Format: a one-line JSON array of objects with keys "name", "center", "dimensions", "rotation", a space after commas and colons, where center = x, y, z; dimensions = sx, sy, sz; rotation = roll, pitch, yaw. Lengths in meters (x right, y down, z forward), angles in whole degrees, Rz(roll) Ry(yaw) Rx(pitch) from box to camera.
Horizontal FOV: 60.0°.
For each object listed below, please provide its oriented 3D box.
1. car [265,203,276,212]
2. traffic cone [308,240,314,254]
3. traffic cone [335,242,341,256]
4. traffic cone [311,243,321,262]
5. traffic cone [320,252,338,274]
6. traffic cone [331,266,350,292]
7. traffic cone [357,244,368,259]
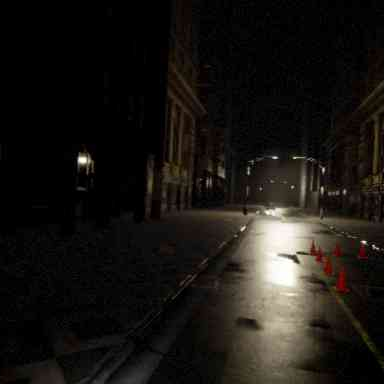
[{"name": "car", "center": [15.593, 3.024, 65.826], "dimensions": [2.128, 1.511, 4.902], "rotation": [3, -1, 13]}, {"name": "traffic cone", "center": [5.274, 2.387, 14.507], "dimensions": [0.340, 0.580, 0.340], "rotation": [3, -1, 13]}, {"name": "traffic cone", "center": [6.246, 2.436, 14.277], "dimensions": [0.340, 0.580, 0.340], "rotation": [3, -1, 13]}, {"name": "traffic cone", "center": [4.816, 2.342, 12.560], "dimensions": [0.340, 0.580, 0.340], "rotation": [3, -1, 13]}, {"name": "traffic cone", "center": [4.359, 2.298, 10.614], "dimensions": [0.340, 0.580, 0.340], "rotation": [3, -1, 13]}, {"name": "traffic cone", "center": [3.901, 2.253, 8.668], "dimensions": [0.340, 0.580, 0.340], "rotation": [3, -1, 13]}, {"name": "traffic cone", "center": [7.218, 2.485, 14.047], "dimensions": [0.340, 0.580, 0.340], "rotation": [3, -1, 13]}]
